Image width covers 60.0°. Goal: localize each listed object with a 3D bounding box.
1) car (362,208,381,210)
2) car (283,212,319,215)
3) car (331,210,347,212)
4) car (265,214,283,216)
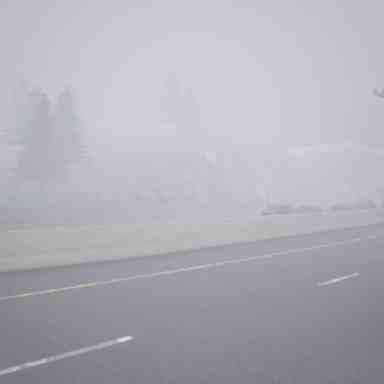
[{"bbox_3d":[22.245,2.013,42.765,2.128,1.511,4.902,-1,-1,42],"label":"car"},{"bbox_3d":[10.728,1.944,31.050,4.181,1.385,1.994,1,-1,-43],"label":"car"},{"bbox_3d":[21.136,2.171,46.706,1.895,1.301,4.718,-1,-1,42],"label":"car"},{"bbox_3d":[8.957,1.924,34.180,4.892,1.490,1.837,1,-1,-43],"label":"car"}]
